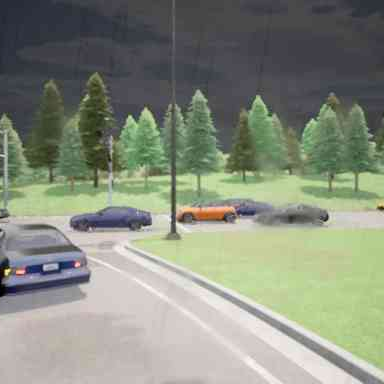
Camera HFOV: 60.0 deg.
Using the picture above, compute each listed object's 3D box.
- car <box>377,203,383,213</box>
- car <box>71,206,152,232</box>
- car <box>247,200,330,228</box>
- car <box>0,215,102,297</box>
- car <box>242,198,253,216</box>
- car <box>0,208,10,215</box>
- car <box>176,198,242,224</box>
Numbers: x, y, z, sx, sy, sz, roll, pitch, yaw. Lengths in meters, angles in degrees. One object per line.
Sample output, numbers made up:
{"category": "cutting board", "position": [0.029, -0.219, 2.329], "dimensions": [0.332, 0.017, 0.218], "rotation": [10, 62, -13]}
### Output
{"category": "car", "position": [22.250, 1.458, 35.392], "dimensions": [5.008, 1.535, 1.882], "rotation": [0, 0, -11]}
{"category": "car", "position": [-4.663, 1.531, 19.459], "dimensions": [4.674, 1.442, 1.812], "rotation": [0, 0, -11]}
{"category": "car", "position": [6.453, 1.488, 21.623], "dimensions": [4.902, 1.511, 2.128], "rotation": [0, 0, -11]}
{"category": "car", "position": [-4.319, 1.552, 8.686], "dimensions": [2.033, 1.411, 5.357], "rotation": [0, 0, -36]}
{"category": "car", "position": [4.976, 1.523, 28.451], "dimensions": [4.674, 1.442, 1.812], "rotation": [0, 0, -11]}
{"category": "car", "position": [-16.383, 1.565, 24.310], "dimensions": [5.357, 1.411, 2.033], "rotation": [0, 0, -11]}
{"category": "car", "position": [0.888, 1.351, 24.106], "dimensions": [4.553, 1.767, 2.097], "rotation": [0, 0, -11]}
